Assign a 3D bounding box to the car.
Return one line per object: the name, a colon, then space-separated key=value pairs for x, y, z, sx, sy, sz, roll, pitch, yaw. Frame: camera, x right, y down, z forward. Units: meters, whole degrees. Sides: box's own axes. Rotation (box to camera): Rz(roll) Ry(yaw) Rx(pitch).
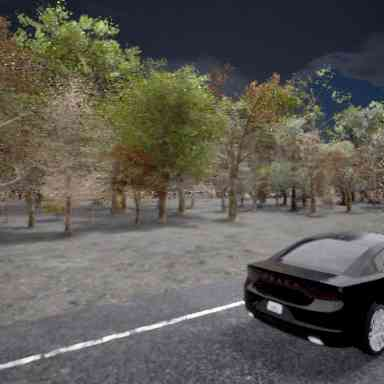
car: x=3.186 y=1.478 z=6.142 sx=5.008 sy=1.535 sz=1.882 roll=0 pitch=0 yaw=-36
